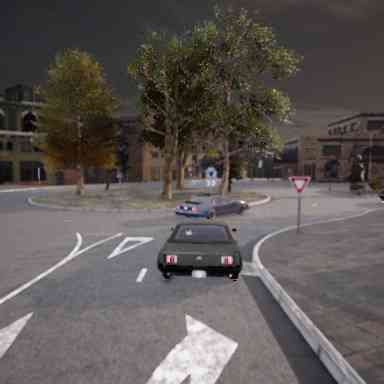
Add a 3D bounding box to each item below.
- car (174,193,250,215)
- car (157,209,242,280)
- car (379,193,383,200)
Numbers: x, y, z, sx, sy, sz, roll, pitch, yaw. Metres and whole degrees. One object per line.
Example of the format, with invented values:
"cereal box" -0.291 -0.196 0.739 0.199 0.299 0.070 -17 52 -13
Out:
"car" 1.334 0.776 19.801 2.033 1.411 5.357 4 6 42
"car" 0.330 1.420 9.441 1.895 1.301 4.718 0 2 4
"car" 17.464 0.255 26.553 4.718 1.301 1.895 -2 5 -19
